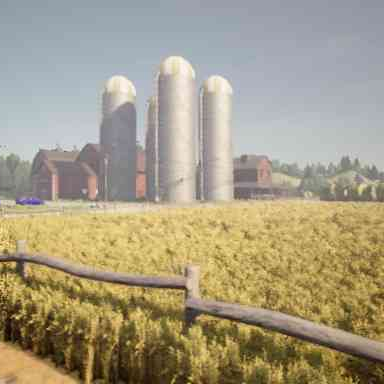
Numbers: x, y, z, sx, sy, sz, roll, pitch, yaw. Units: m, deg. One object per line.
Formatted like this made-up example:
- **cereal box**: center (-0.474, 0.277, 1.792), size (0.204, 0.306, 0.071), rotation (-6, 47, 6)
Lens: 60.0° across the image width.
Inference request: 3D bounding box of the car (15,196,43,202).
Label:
- **car**: center (-28.029, 1.583, 57.562), size (2.242, 1.667, 4.611), rotation (0, 0, 39)
